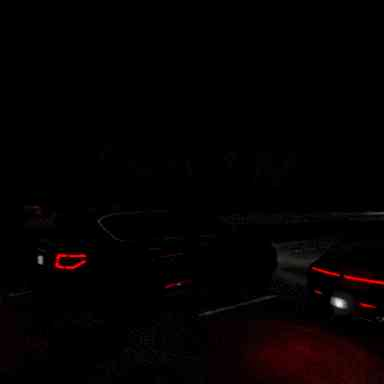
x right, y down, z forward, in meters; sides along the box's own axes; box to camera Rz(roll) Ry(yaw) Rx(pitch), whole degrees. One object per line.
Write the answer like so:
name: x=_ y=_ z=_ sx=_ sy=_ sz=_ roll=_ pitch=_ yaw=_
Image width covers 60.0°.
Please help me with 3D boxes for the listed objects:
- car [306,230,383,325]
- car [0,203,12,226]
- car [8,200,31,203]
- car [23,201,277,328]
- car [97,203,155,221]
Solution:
car: x=4.369 y=1.531 z=6.698 sx=4.892 sy=1.490 sz=1.837 roll=0 pitch=0 yaw=-34
car: x=-15.181 y=1.739 z=24.427 sx=4.181 sy=1.385 sz=1.994 roll=0 pitch=0 yaw=-9
car: x=-16.627 y=1.568 z=31.242 sx=4.553 sy=1.767 sz=2.097 roll=0 pitch=0 yaw=-9
car: x=-0.493 y=1.263 z=7.368 sx=5.566 sy=2.045 sz=2.150 roll=0 pitch=-1 yaw=-39
car: x=-5.583 y=1.697 z=28.528 sx=4.674 sy=1.442 sz=1.812 roll=0 pitch=0 yaw=-3
